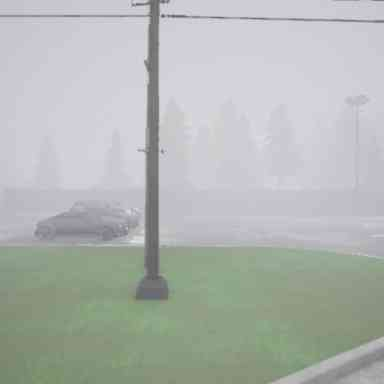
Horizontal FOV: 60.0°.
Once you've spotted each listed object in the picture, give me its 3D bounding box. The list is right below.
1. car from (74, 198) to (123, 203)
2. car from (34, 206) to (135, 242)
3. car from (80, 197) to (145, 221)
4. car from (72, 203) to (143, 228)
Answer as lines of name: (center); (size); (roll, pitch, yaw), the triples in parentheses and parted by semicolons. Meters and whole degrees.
car: (-6.040, 1.300, 22.522); (4.553, 1.767, 2.097); (0, 0, -1)
car: (-5.032, 1.520, 15.542); (4.181, 1.385, 1.994); (0, 0, -1)
car: (-6.113, 1.299, 26.022); (4.553, 1.767, 2.097); (0, 0, -1)
car: (-5.083, 1.519, 19.042); (4.181, 1.385, 1.994); (0, 0, -1)
